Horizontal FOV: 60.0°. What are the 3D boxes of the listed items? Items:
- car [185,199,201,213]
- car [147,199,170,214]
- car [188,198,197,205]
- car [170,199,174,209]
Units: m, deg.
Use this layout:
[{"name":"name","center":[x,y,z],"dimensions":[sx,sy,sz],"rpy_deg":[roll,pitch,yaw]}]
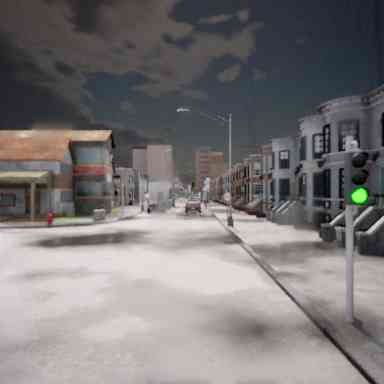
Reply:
[{"name":"car","center":[0.141,1.777,41.377],"dimensions":[1.812,1.442,4.674],"rpy_deg":[0,0,0]},{"name":"car","center":[-4.069,1.801,39.102],"dimensions":[1.994,1.385,4.181],"rpy_deg":[0,0,0]},{"name":"car","center":[0.110,2.133,72.919],"dimensions":[2.033,1.411,5.357],"rpy_deg":[0,0,0]},{"name":"car","center":[-4.048,1.803,49.047],"dimensions":[1.837,1.490,4.892],"rpy_deg":[0,0,0]}]
